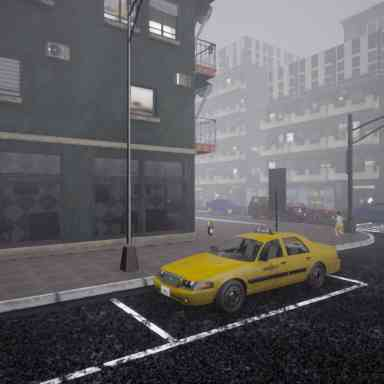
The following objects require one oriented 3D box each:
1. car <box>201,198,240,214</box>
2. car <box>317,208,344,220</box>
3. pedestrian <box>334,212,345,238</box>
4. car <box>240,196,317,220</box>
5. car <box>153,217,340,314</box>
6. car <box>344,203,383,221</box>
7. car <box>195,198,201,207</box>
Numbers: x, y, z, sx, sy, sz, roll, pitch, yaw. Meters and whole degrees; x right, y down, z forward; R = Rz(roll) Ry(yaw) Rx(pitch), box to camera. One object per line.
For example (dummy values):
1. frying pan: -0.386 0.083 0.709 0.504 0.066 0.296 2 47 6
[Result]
1. car: 3.462 1.400 33.952 1.882 1.535 5.008 0 0 -36
2. car: 9.057 1.552 26.251 1.895 1.301 4.718 0 0 -37
3. pedestrian: 6.703 1.424 15.039 0.375 1.300 0.375 0 0 -36
4. car: 6.463 1.264 25.399 2.192 1.841 5.009 0 0 -36
5. car: 1.464 1.525 7.605 4.829 1.417 1.752 0 0 -36
6. car: 13.725 1.513 24.554 2.033 1.411 5.357 0 0 -35
7. car: -0.042 1.466 48.667 1.802 1.307 4.206 0 0 -36
